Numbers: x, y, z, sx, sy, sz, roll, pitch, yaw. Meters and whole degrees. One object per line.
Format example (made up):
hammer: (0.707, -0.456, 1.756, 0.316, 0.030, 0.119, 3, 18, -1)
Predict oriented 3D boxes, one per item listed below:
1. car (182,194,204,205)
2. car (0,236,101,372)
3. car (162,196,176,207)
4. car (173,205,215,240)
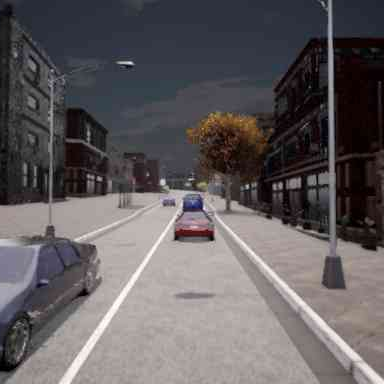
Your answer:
car: (0.103, 1.175, 35.717, 2.150, 2.045, 5.566, 0, 0, 0)
car: (-3.108, 1.551, 5.899, 2.033, 1.411, 5.357, 0, 0, 0)
car: (-3.298, 1.352, 48.189, 1.812, 1.442, 4.674, 0, 1, 0)
car: (0.106, 1.575, 17.226, 1.994, 1.385, 4.181, 0, 0, 0)
